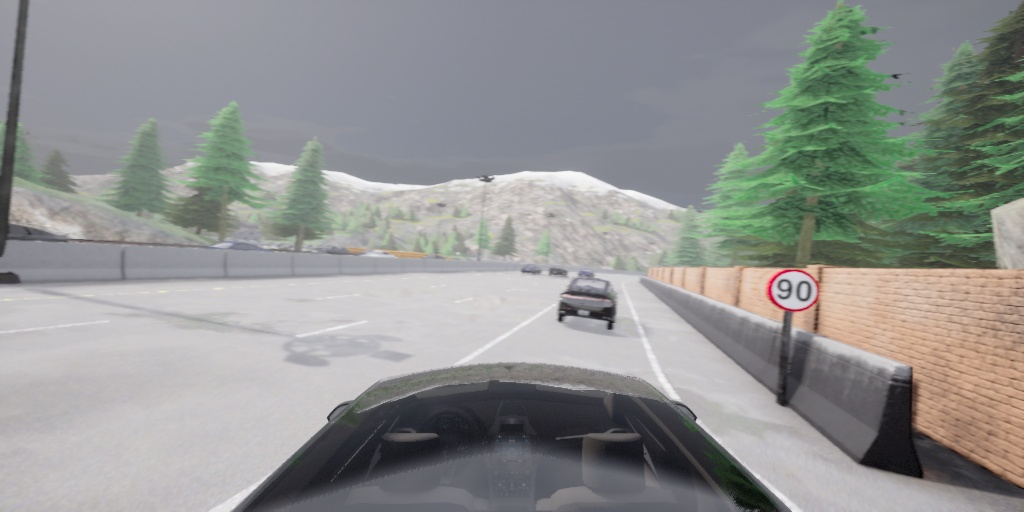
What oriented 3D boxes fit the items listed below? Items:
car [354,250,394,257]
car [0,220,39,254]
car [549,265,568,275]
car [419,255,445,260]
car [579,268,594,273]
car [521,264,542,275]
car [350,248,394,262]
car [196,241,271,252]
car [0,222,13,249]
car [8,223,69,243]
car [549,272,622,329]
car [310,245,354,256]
[{"bbox_3d":[-14.911,0.107,39.899,1.812,1.442,4.674,5,-1,17],"label":"car"},{"bbox_3d":[-25.476,-1.033,15.906,1.882,1.535,5.008,5,0,16],"label":"car"},{"bbox_3d":[6.512,2.070,49.771,1.882,1.535,5.008,5,0,19],"label":"car"},{"bbox_3d":[-9.903,0.572,44.509,1.837,1.490,4.892,5,-1,16],"label":"car"},{"bbox_3d":[10.405,2.477,50.299,1.812,1.442,4.674,5,0,20],"label":"car"},{"bbox_3d":[2.762,1.813,49.600,1.994,1.385,4.181,5,0,19],"label":"car"},{"bbox_3d":[-17.214,-0.058,44.398,2.033,1.411,5.357,5,0,17],"label":"car"},{"bbox_3d":[-16.654,-0.149,21.314,1.812,1.442,4.674,5,0,16],"label":"car"},{"bbox_3d":[-28.770,-1.258,17.091,2.033,1.411,5.357,5,0,16],"label":"car"},{"bbox_3d":[-22.142,-0.706,14.894,1.837,1.490,4.892,5,0,16],"label":"car"},{"bbox_3d":[2.856,1.557,13.015,2.128,1.511,4.902,5,0,17],"label":"car"},{"bbox_3d":[-21.429,-0.508,42.446,2.128,1.511,4.902,5,-1,17],"label":"car"}]
